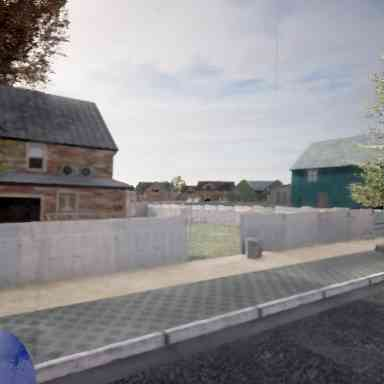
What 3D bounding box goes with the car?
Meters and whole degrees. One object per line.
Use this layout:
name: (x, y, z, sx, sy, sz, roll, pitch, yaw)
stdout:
car: (-3.087, 1.455, 0.904, 5.008, 1.535, 1.882, 1, 0, -37)
